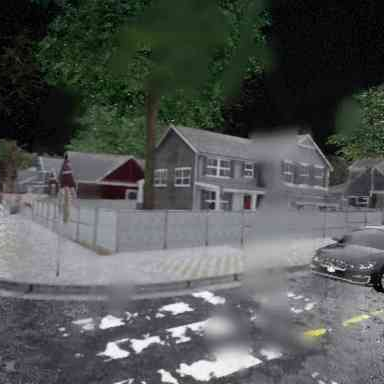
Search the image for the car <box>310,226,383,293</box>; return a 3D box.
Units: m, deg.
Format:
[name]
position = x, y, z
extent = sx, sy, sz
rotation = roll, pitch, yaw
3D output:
[car]
position = 5.497, 1.788, 9.701
extent = 4.892, 1.490, 1.837
rotation = 3, -1, -34
